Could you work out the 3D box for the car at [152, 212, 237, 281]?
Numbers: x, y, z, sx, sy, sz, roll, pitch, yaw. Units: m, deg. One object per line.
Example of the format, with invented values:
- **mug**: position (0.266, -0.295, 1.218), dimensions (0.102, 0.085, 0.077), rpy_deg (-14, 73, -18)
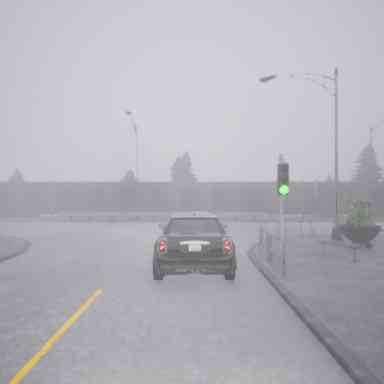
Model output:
- **car**: position (0.028, 1.367, 10.099), dimensions (2.097, 1.767, 4.553), rpy_deg (0, 0, -1)
